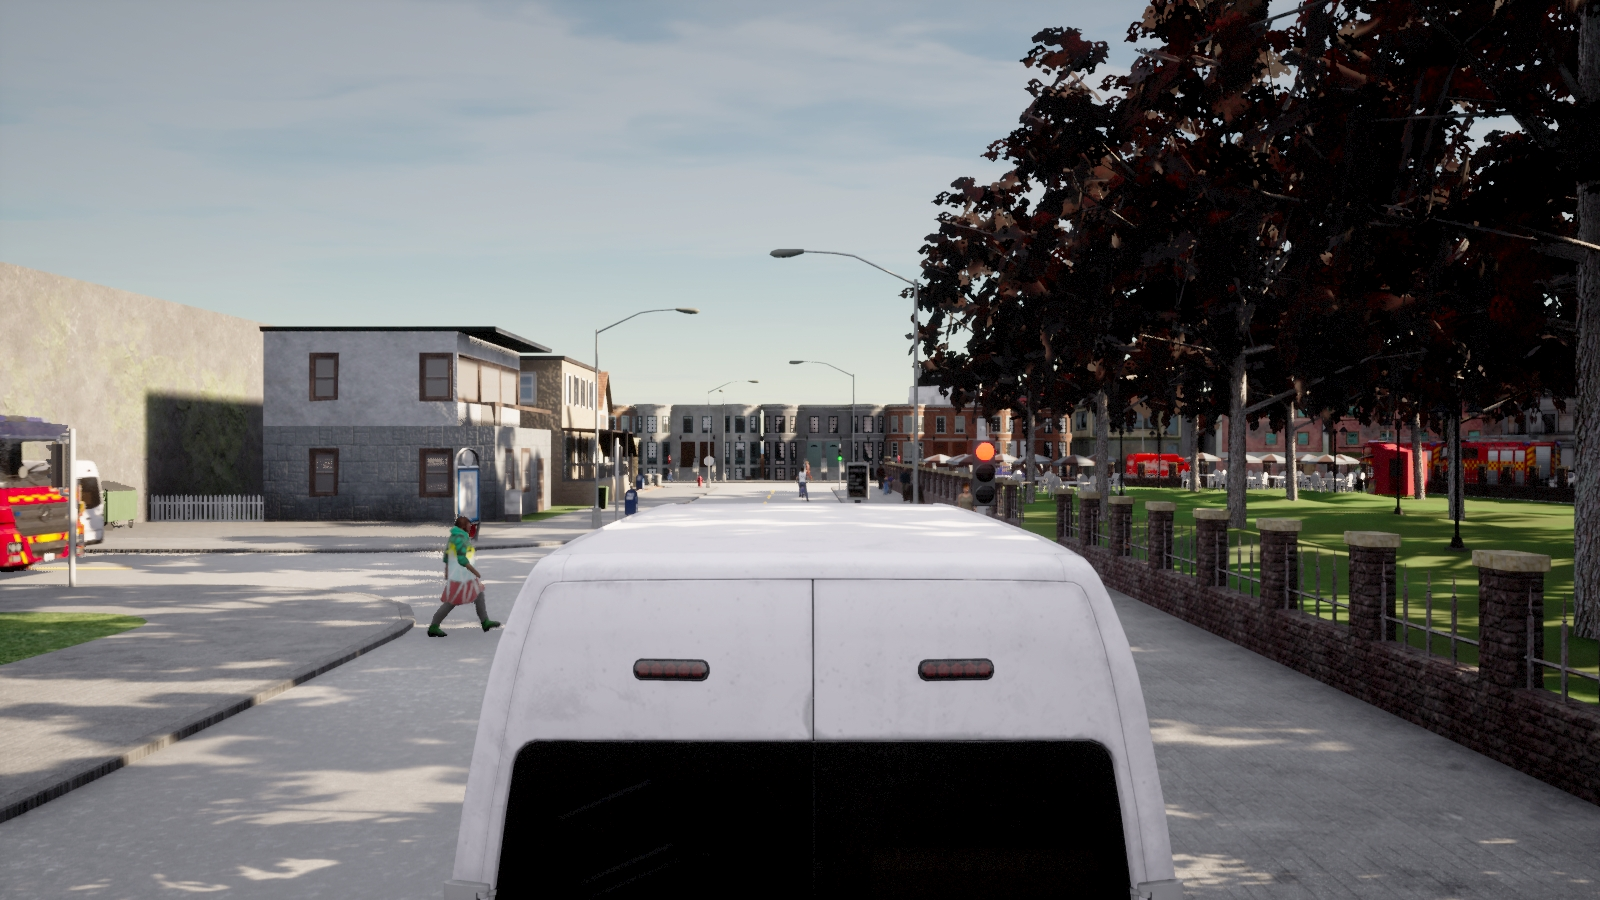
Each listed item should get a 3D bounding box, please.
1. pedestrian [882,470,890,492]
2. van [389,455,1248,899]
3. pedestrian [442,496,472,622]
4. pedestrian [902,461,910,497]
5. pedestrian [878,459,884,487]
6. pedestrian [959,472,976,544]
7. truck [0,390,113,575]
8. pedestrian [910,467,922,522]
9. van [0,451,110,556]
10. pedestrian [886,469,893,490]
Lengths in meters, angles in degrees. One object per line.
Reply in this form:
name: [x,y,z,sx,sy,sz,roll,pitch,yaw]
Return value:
pedestrian: [5.026,1.805,66.825,0.375,1.300,0.375,0,0,-6]
van: [0.036,1.314,5.605,1.988,2.561,5.915,0,0,0]
pedestrian: [-5.173,1.629,17.226,0.375,1.860,0.375,0,0,-24]
pedestrian: [5.488,1.525,59.410,0.375,1.860,0.375,0,0,-1]
pedestrian: [5.365,1.516,75.452,0.375,1.860,0.375,0,0,-5]
pedestrian: [4.405,1.525,30.044,0.375,1.860,0.375,0,0,19]
truck: [-20.159,0.671,25.036,8.468,3.827,2.891,0,0,0]
pedestrian: [3.950,1.525,39.014,0.375,1.860,0.375,0,0,1]
van: [-20.997,1.314,28.915,5.915,2.561,1.988,0,0,1]
pedestrian: [5.511,1.804,70.215,0.375,1.300,0.375,0,0,1]
